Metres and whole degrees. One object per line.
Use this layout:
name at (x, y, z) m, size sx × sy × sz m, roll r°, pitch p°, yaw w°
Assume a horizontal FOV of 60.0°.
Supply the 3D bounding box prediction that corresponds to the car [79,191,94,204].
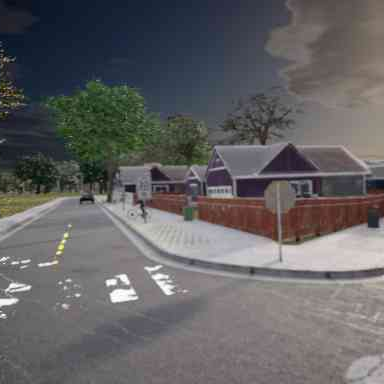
car at (-17.218, 0.849, 54.430) m, size 2.150 × 2.045 × 5.566 m, roll -3°, pitch 1°, yaw -18°

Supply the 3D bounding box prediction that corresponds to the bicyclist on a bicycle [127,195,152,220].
bicyclist on a bicycle at (-3.478, 0.998, 21.989) m, size 1.656 × 1.620 × 0.582 m, roll -3°, pitch 1°, yaw -18°

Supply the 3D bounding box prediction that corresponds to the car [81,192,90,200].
car at (-24.882, 0.896, 77.965) m, size 1.882 × 1.535 × 5.008 m, roll -3°, pitch 1°, yaw -18°
